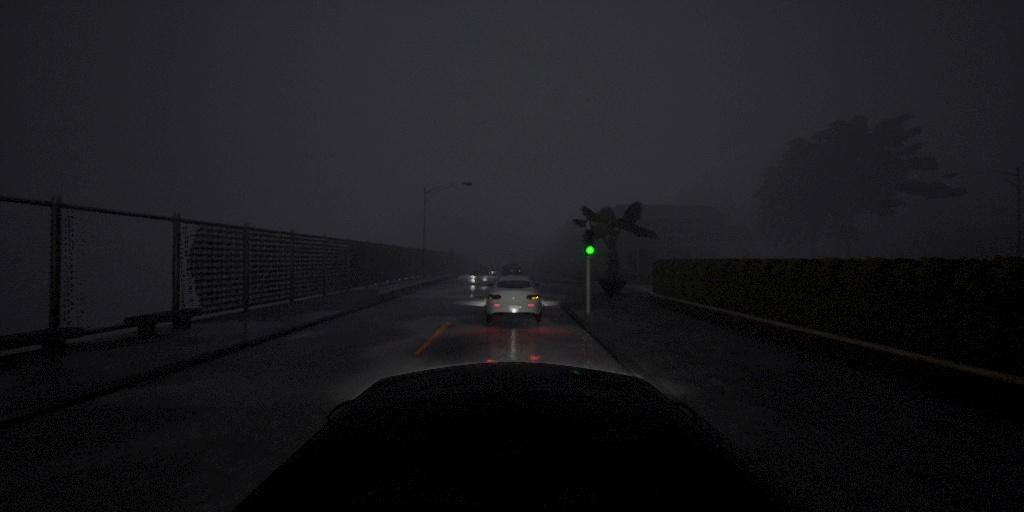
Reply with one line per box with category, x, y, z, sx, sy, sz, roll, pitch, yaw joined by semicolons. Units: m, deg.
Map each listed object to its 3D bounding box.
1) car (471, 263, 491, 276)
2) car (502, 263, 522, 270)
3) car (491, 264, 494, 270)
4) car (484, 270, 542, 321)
car;-4.202;1.858;47.489;1.812;1.442;4.674;0;-1;0
car;0.009;1.565;38.147;2.097;1.767;4.553;0;-1;0
car;-4.198;2.075;64.573;1.812;1.442;4.674;0;-1;0
car;0.063;1.420;13.065;1.812;1.442;4.674;0;-1;0
